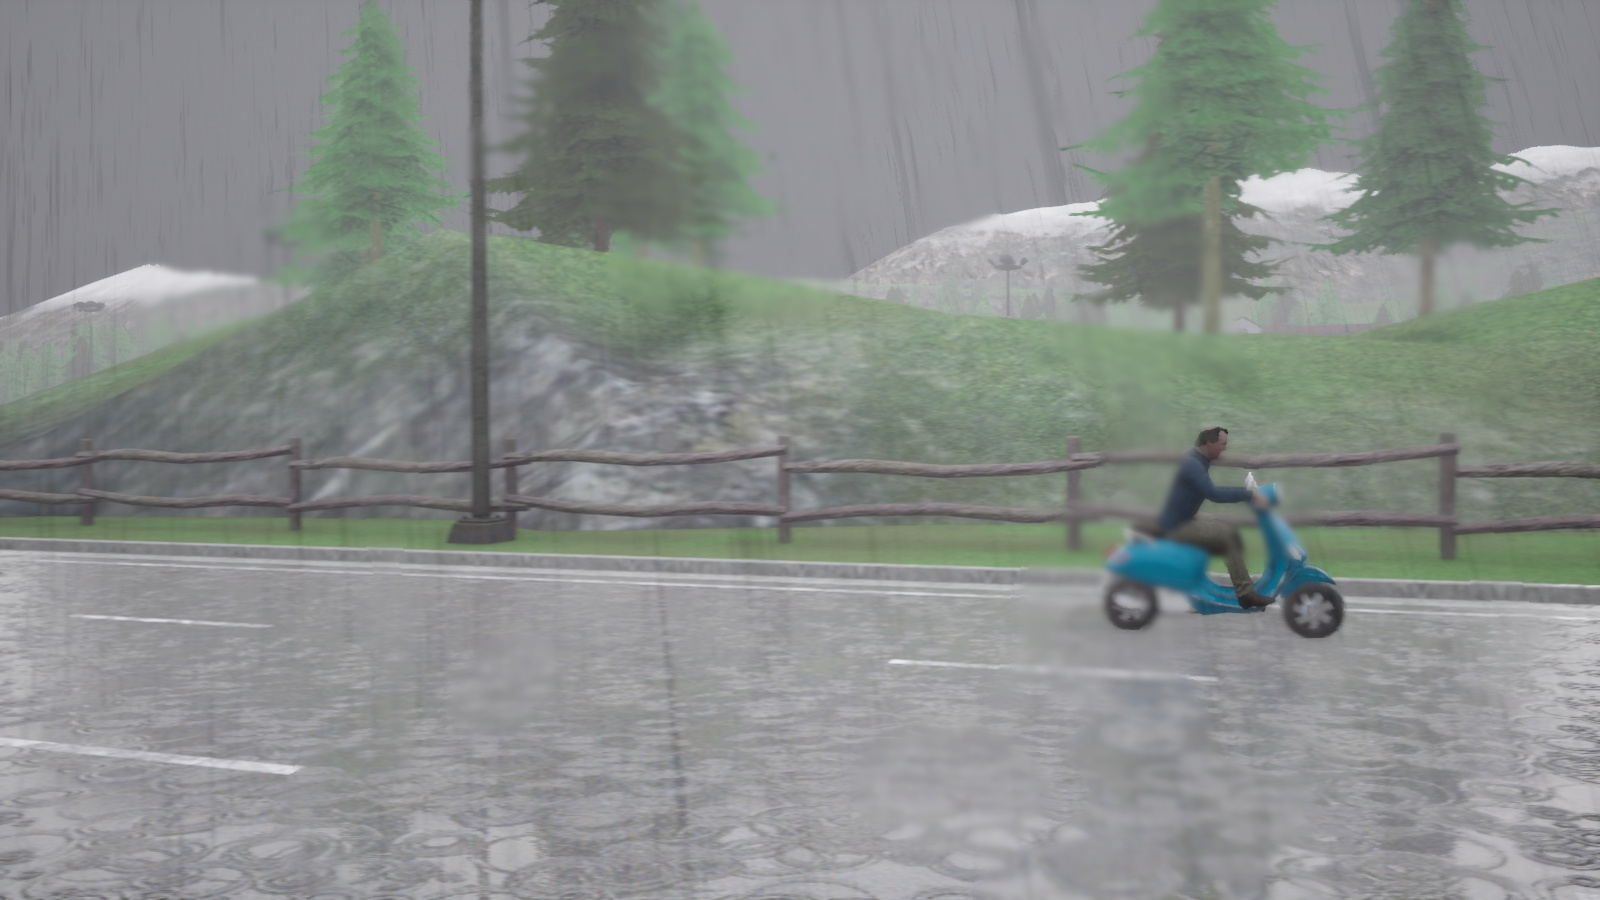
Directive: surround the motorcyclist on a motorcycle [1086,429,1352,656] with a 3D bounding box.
[{"bbox_3d":[3.144,0.640,9.517,1.817,1.590,0.866,0,1,19],"label":"motorcyclist on a motorcycle"}]
